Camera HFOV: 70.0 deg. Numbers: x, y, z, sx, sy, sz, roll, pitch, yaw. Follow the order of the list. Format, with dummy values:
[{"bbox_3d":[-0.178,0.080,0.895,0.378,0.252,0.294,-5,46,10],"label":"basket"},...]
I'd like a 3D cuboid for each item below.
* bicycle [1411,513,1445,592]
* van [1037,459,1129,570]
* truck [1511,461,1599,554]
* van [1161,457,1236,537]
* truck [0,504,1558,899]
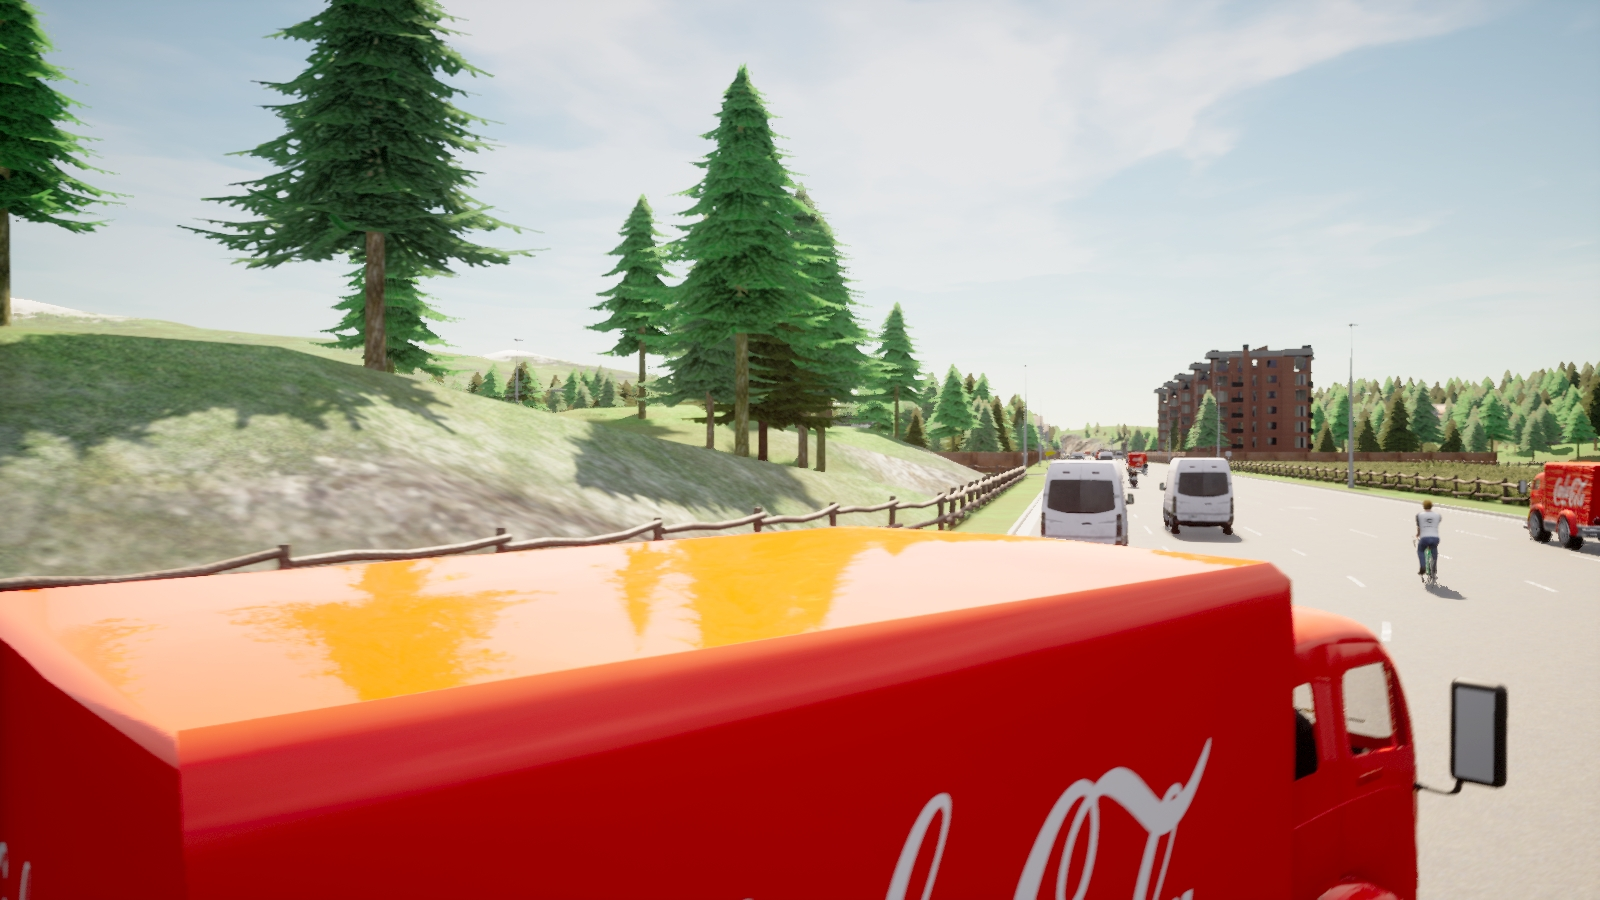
[{"bbox_3d":[12.882,2.071,23.451,0.373,1.496,1.643,0,-1,21],"label":"bicycle"},{"bbox_3d":[7.578,1.551,30.183,1.988,2.561,5.915,0,0,17],"label":"van"},{"bbox_3d":[23.190,1.592,33.338,2.627,2.467,5.204,0,0,14],"label":"truck"},{"bbox_3d":[13.941,1.558,40.255,1.988,2.561,5.915,0,0,15],"label":"van"},{"bbox_3d":[0.349,1.572,4.024,5.204,2.467,2.627,0,1,-42],"label":"truck"}]
